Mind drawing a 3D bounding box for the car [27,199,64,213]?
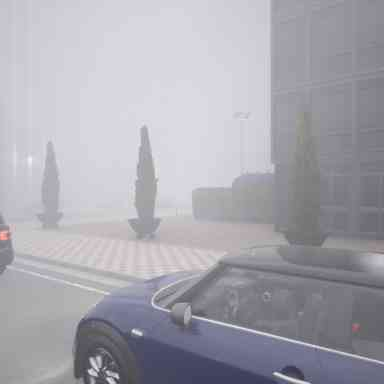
[{"bbox_3d":[-16.776,1.491,37.202,2.128,1.511,4.902,0,0,35],"label":"car"}]

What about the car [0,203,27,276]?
[{"bbox_3d":[-7.033,1.222,8.995,5.566,2.045,2.150,0,0,36],"label":"car"}]

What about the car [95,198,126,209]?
[{"bbox_3d":[-11.073,1.564,45.336,1.994,1.385,4.181,0,0,35],"label":"car"}]

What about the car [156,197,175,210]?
[{"bbox_3d":[-4.325,1.601,42.427,1.895,1.301,4.718,0,0,35],"label":"car"}]

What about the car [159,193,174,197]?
[{"bbox_3d":[-4.982,1.221,54.013,2.150,2.045,5.566,0,0,35],"label":"car"}]

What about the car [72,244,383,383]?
[{"bbox_3d":[0.827,1.352,3.404,4.553,1.767,2.097,0,0,36],"label":"car"}]
